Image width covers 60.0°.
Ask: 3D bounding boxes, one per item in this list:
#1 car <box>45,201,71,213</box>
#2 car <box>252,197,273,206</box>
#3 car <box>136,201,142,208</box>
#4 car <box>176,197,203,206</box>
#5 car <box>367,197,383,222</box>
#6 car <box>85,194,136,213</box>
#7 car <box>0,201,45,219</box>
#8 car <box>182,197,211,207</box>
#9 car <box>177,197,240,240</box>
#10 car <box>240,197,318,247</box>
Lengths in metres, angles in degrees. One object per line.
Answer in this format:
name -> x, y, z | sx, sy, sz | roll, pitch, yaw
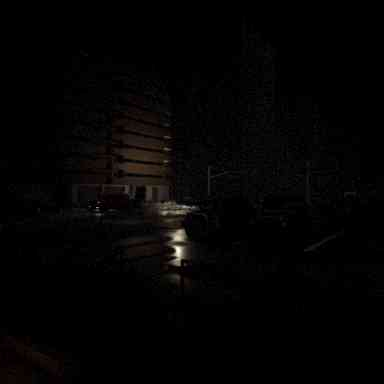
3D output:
car -> -15.364, 1.601, 35.121 | 1.895, 1.301, 4.718 | 0, 0, 34
car -> 12.051, 1.526, 56.779 | 1.812, 1.442, 4.674 | 0, 0, 34
car -> -9.052, 1.547, 44.521 | 2.033, 1.411, 5.357 | 0, 0, 34
car -> -0.370, 1.554, 57.291 | 2.033, 1.411, 5.357 | 0, 0, 34
car -> 15.898, 1.395, 27.316 | 1.970, 1.475, 3.806 | 0, 0, 34
car -> -9.377, 1.224, 37.767 | 2.150, 2.045, 5.566 | 0, 0, 33
car -> -15.447, 1.564, 28.718 | 1.994, 1.385, 4.181 | 0, 0, 34
car -> 0.834, 1.548, 52.851 | 2.033, 1.411, 5.357 | 0, 0, 34
car -> 1.507, 1.153, 16.027 | 1.932, 1.855, 4.605 | 0, 0, 34
car -> 3.874, 1.156, 14.361 | 1.905, 1.878, 3.866 | 0, 0, 34
